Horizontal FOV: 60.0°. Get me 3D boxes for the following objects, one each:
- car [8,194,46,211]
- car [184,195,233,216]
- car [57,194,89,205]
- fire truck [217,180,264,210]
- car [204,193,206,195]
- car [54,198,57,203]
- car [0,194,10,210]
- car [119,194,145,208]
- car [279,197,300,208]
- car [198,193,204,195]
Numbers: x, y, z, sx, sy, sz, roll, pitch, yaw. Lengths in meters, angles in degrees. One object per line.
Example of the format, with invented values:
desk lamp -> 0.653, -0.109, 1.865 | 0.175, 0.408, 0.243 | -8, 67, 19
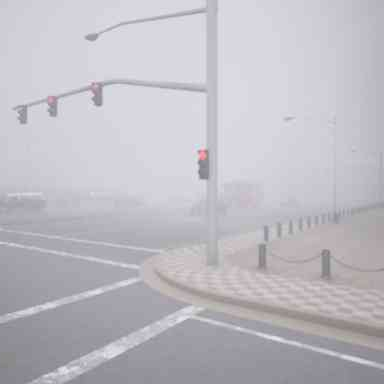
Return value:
car -> -23.412, 1.474, 47.244 | 1.970, 1.475, 3.806 | 0, 0, 36
car -> 1.673, 1.409, 32.547 | 2.097, 1.767, 4.553 | 0, 0, 36
car -> -23.527, 1.234, 65.931 | 1.932, 1.855, 4.605 | 0, 0, 36
fire truck -> 6.841, 0.387, 45.466 | 2.891, 3.827, 8.468 | 0, 0, 36
car -> 4.965, 1.210, 66.767 | 1.932, 1.855, 4.605 | 0, 0, 36
car -> -25.826, 1.446, 67.693 | 1.784, 1.438, 3.905 | 0, 0, 36
car -> -25.748, 1.445, 48.954 | 1.784, 1.438, 3.905 | 0, 0, 36
car -> -9.838, 1.464, 56.024 | 1.970, 1.475, 3.806 | 0, 0, 36
car -> 14.874, 1.555, 50.568 | 1.837, 1.490, 4.892 | 0, 0, 36
car -> 2.661, 1.215, 68.521 | 1.905, 1.878, 3.866 | 0, 0, 36
